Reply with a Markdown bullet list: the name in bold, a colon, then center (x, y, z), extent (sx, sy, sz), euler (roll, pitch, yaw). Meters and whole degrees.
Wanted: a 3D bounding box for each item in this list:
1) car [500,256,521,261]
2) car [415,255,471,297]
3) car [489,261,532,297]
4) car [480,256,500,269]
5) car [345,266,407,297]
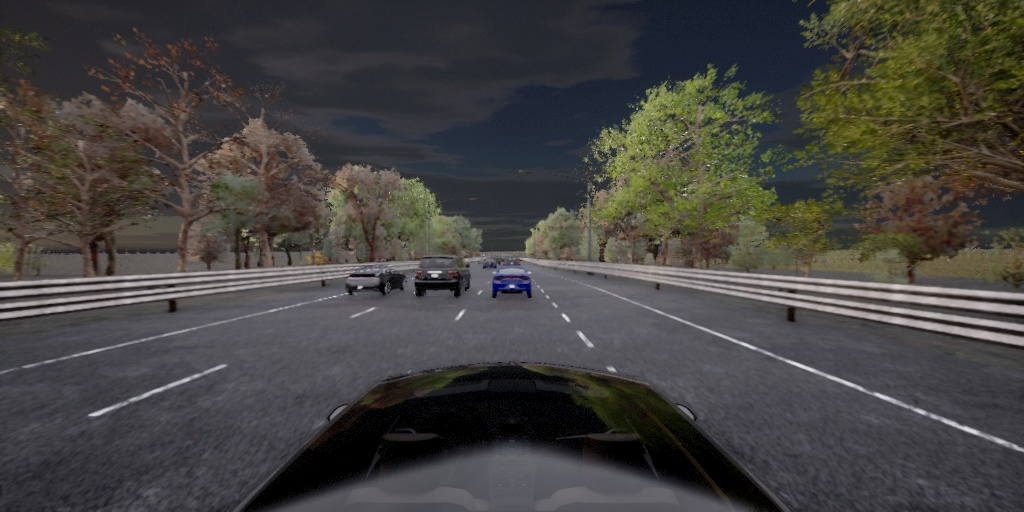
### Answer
- **car**: center (-0.015, 0.990, 44.623), extent (2.150, 2.045, 5.566), euler (0, 0, 0)
- **car**: center (-3.506, 0.975, 18.979), extent (2.150, 2.045, 5.566), euler (0, 0, 0)
- **car**: center (-0.004, 1.231, 18.884), extent (1.882, 1.535, 5.008), euler (0, 0, 0)
- **car**: center (-3.519, 1.134, 58.547), extent (2.097, 1.767, 4.553), euler (0, 0, 0)
- **car**: center (-7.005, 1.245, 18.980), extent (2.128, 1.511, 4.902), euler (0, 0, 0)
